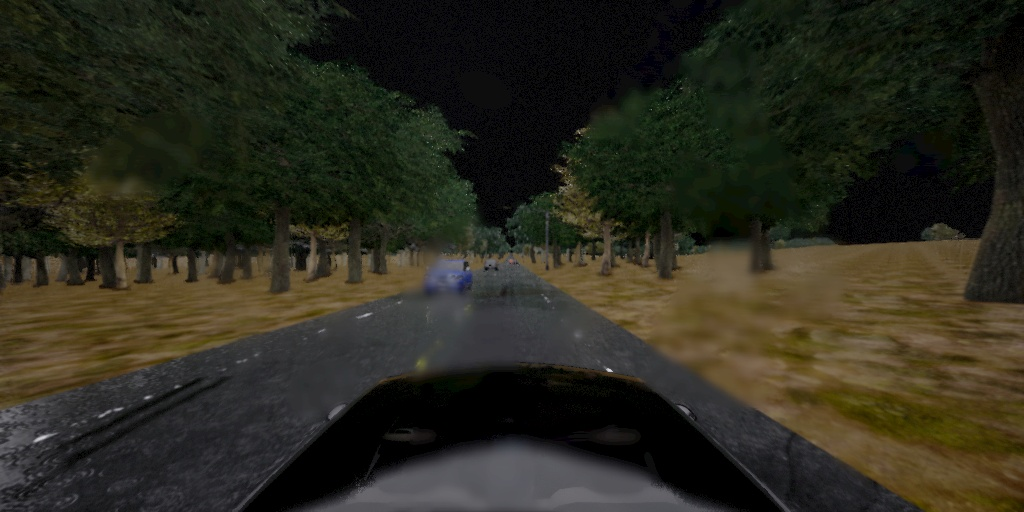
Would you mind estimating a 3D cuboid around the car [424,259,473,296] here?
[{"bbox_3d":[-3.598,1.208,21.365,2.150,2.045,5.566,0,-1,0],"label":"car"}]

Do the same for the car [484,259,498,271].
[{"bbox_3d":[-3.534,1.525,61.175,2.150,2.045,5.566,0,0,1],"label":"car"}]
